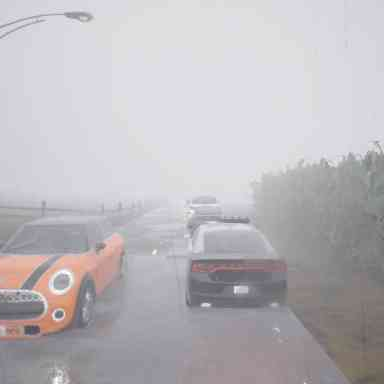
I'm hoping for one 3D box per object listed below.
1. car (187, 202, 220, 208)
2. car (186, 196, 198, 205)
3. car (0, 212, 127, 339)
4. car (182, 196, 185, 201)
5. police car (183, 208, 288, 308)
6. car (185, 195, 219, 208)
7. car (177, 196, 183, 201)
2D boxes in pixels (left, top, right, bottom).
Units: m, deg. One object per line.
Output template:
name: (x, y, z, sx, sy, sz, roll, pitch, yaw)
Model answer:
car: (0.811, 1.490, 18.010, 1.837, 1.490, 4.892, 0, 0, 0)
car: (-0.042, 1.452, 59.811, 2.128, 1.511, 4.902, 0, 0, 0)
car: (-2.756, 1.348, 6.897, 2.097, 1.767, 4.553, 0, 0, 0)
car: (0.008, 1.420, 46.365, 1.882, 1.535, 5.008, 0, 0, 1)
police car: (0.818, 1.420, 8.120, 1.930, 1.638, 5.238, 0, 0, 0)
car: (0.805, 1.197, 24.039, 2.150, 2.045, 5.566, 0, 0, 0)
car: (-2.809, 1.686, 84.442, 1.895, 1.301, 4.718, 0, 0, 0)
